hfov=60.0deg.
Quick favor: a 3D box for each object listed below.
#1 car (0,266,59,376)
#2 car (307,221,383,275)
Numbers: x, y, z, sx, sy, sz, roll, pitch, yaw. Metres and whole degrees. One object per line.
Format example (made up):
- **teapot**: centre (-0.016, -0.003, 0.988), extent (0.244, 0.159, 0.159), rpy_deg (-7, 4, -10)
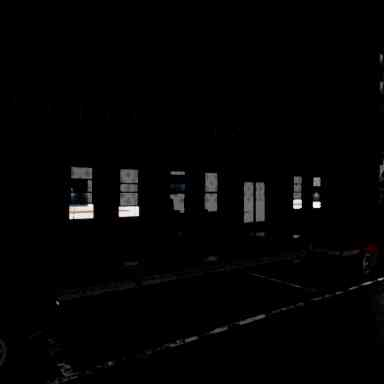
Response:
- **car**: centre (-3.886, 1.551, 3.789), extent (4.403, 1.369, 2.008), rpy_deg (0, 0, -36)
- **car**: centre (5.381, 1.582, 10.402), extent (4.206, 1.307, 1.802), rpy_deg (0, 0, -36)
